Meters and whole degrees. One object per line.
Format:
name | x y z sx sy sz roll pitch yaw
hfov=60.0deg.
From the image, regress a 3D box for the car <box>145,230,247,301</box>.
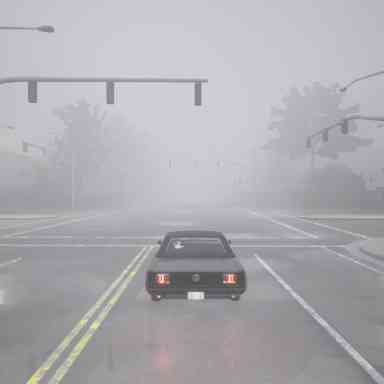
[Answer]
car | 0.065 1.601 8.280 1.895 1.301 4.718 0 0 0
